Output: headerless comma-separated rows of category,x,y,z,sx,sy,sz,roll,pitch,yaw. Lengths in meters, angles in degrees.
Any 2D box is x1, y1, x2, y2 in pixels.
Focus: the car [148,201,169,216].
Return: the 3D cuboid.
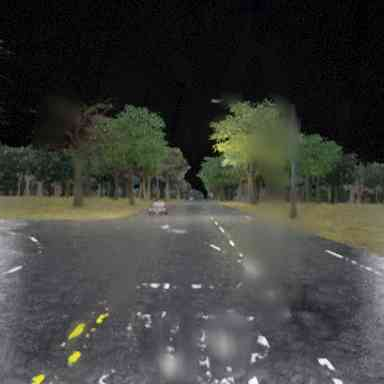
car,-3.403,1.713,34.878,1.812,1.442,4.674,0,0,0
